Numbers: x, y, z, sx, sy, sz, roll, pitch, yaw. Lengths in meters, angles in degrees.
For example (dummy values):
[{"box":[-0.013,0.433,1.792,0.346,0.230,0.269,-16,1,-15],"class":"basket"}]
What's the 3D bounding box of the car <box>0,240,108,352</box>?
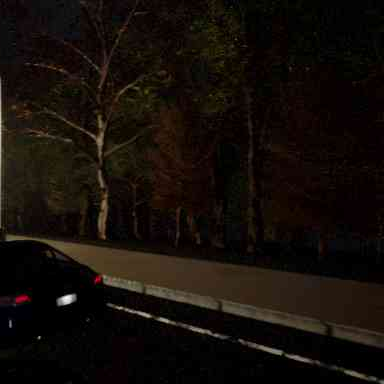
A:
[{"box":[-3.525,1.620,6.200,4.181,1.385,1.994,-1,0,35],"class":"car"}]
